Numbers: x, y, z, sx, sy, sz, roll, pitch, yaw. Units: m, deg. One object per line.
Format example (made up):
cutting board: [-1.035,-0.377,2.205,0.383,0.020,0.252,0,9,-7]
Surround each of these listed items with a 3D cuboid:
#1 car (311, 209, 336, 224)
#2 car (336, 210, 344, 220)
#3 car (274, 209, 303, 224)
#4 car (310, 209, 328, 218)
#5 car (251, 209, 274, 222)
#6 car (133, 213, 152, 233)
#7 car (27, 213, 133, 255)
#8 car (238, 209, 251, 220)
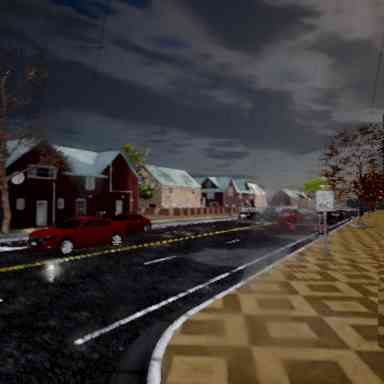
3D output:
car: [15.208,2.894,38.614,1.837,1.490,4.892,-1,-4,29]
car: [21.460,3.390,49.730,2.033,1.411,5.357,-1,-2,29]
car: [11.495,2.720,38.654,2.097,1.767,4.553,-1,-2,29]
car: [21.909,3.665,57.190,2.033,1.411,5.357,-1,-2,32]
car: [9.718,3.033,42.407,2.033,1.411,5.357,-1,-2,30]
car: [-4.674,2.250,23.576,1.812,1.442,4.674,-1,-2,29]
car: [-5.289,1.935,15.857,1.882,1.535,5.008,-1,-2,29]
car: [7.893,3.083,45.751,2.128,1.511,4.902,-1,-2,30]
